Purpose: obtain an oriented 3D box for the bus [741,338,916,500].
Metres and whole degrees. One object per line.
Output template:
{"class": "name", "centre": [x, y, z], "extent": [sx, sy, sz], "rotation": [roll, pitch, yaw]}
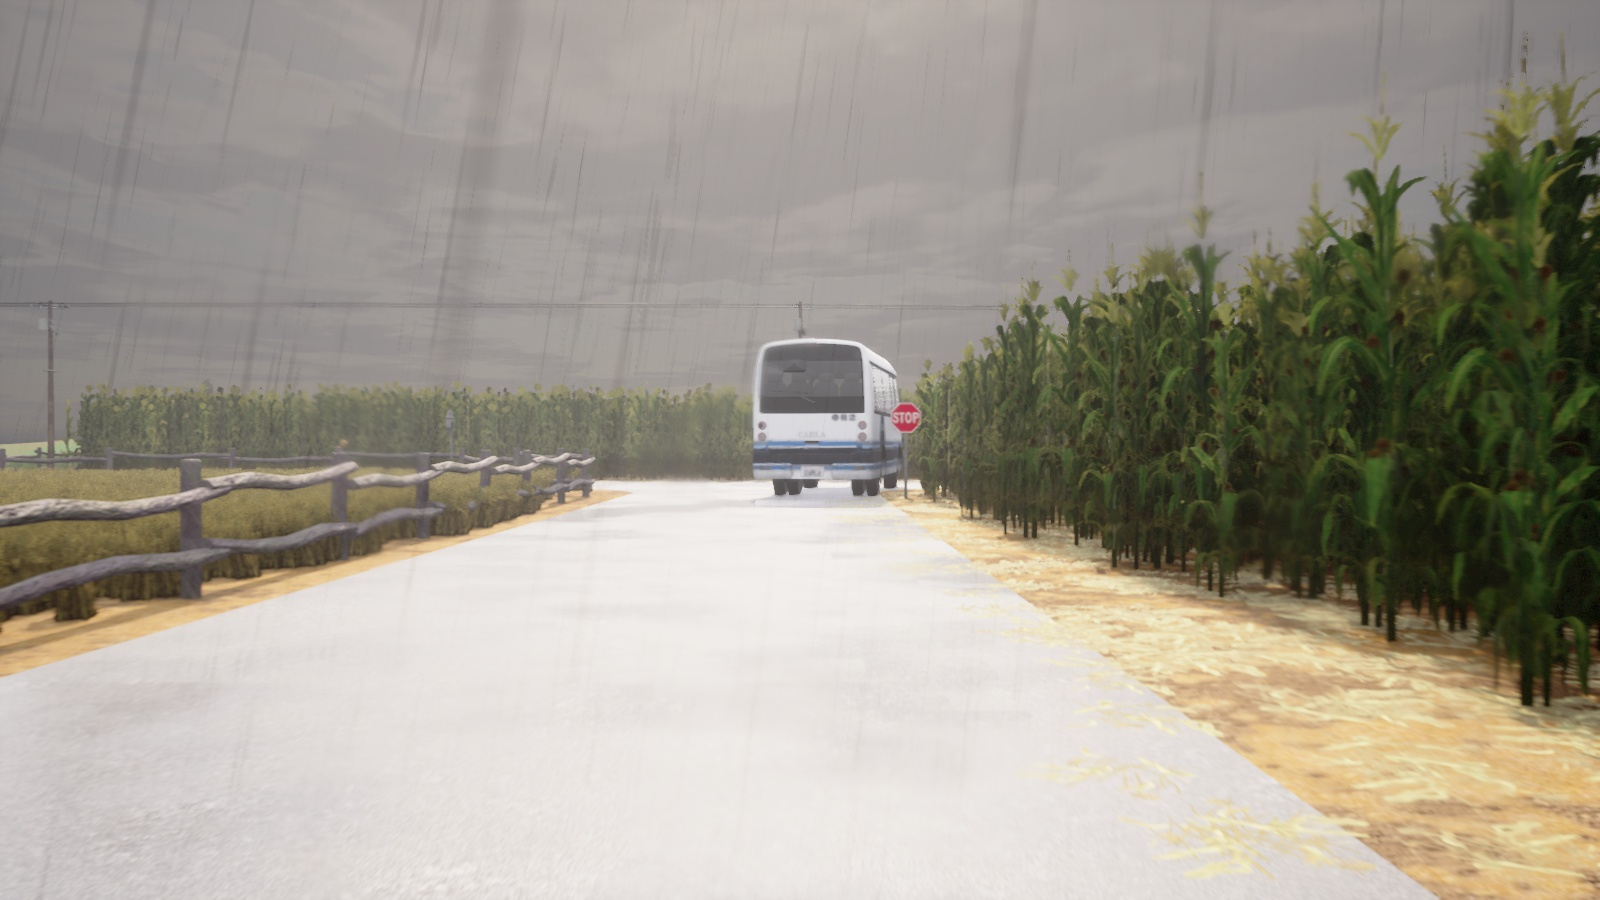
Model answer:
{"class": "bus", "centre": [1.196, -0.845, 38.302], "extent": [3.944, 4.253, 10.273], "rotation": [0, 0, 9]}
